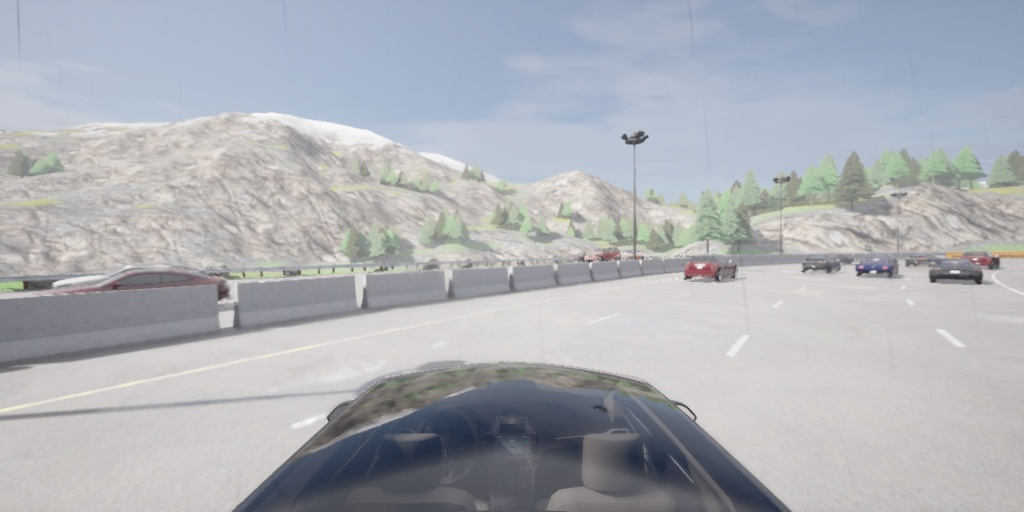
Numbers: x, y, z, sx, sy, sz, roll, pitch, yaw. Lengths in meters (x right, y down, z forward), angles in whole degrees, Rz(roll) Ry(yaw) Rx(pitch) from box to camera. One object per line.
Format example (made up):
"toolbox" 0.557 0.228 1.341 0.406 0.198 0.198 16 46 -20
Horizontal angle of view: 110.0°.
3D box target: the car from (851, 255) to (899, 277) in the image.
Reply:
"car" 26.756 0.797 26.233 4.718 1.301 1.895 -1 1 -39

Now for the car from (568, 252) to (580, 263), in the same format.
"car" 9.565 0.101 48.525 4.674 1.442 1.812 -1 1 -38

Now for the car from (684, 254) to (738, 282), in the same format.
"car" 13.254 0.665 23.776 4.553 1.767 2.097 -1 2 -43

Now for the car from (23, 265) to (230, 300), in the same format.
"car" -12.154 1.178 11.693 1.812 1.442 4.674 0 1 38

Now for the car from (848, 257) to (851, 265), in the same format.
"car" 39.904 0.373 44.190 5.357 1.411 2.033 -1 1 -28

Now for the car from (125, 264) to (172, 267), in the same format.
"car" -14.599 1.188 14.213 1.994 1.385 4.181 0 1 38

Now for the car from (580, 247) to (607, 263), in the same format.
"car" 11.715 -0.100 45.760 5.566 2.045 2.150 -1 1 -38

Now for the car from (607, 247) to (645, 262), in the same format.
"car" 13.936 -0.041 43.055 4.553 1.767 2.097 -1 1 -38

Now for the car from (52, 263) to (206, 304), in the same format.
"car" -17.299 1.128 16.454 1.812 1.442 4.674 0 1 38

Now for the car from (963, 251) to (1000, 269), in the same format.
"car" 44.978 0.311 34.530 4.553 1.767 2.097 -1 1 -30

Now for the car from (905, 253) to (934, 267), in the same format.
"car" 42.609 0.418 37.189 4.902 1.511 2.128 -1 1 -31

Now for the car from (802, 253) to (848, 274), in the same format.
"car" 25.873 0.630 29.951 4.902 1.511 2.128 -1 1 -38

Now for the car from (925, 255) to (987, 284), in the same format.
"car" 26.529 0.839 21.503 4.181 1.385 1.994 -1 1 -40
